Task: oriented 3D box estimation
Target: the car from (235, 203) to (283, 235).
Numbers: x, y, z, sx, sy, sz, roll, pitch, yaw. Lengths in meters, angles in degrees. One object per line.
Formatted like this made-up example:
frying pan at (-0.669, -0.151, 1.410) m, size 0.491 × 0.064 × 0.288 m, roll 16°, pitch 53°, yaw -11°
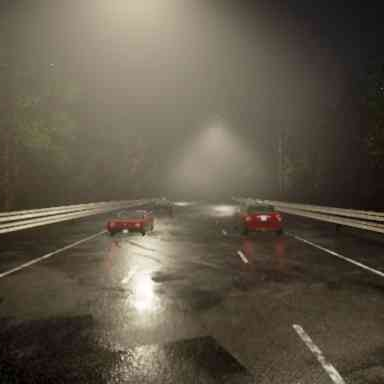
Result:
car at (3.721, 1.427, 19.286) m, size 2.097 × 1.767 × 4.553 m, roll 0°, pitch 0°, yaw 1°

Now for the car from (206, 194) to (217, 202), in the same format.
car at (5.199, 1.728, 82.201) m, size 2.033 × 1.649 × 4.856 m, roll 0°, pitch 0°, yaw 2°

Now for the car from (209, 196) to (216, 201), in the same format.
car at (5.664, 1.810, 93.146) m, size 1.882 × 1.535 × 5.008 m, roll 0°, pitch 0°, yaw 3°

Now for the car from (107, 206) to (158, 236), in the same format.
car at (-3.287, 1.672, 18.763) m, size 1.895 × 1.301 × 4.718 m, roll 0°, pitch 0°, yaw 1°

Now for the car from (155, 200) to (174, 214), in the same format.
car at (-3.033, 1.629, 36.423) m, size 2.128 × 1.511 × 4.902 m, roll 0°, pitch 0°, yaw 1°
